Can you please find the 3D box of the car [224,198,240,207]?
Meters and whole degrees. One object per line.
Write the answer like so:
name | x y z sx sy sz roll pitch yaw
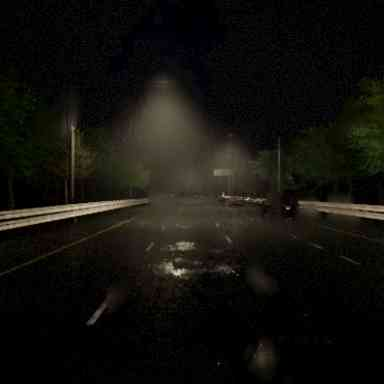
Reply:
car | 7.187 1.778 57.315 2.033 1.411 5.357 0 0 0

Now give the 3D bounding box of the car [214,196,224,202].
car | 7.400 1.906 84.478 2.033 1.411 5.357 0 0 1

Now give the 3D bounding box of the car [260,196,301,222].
car | 7.042 1.310 27.008 2.150 2.045 5.566 0 0 0
